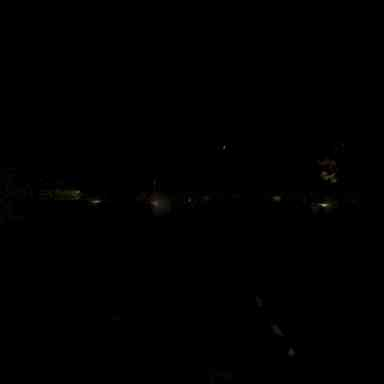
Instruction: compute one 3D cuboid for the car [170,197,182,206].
[{"bbox_3d":[-2.745,1.684,58.045,1.837,1.490,4.892,0,2,0],"label":"car"}]
